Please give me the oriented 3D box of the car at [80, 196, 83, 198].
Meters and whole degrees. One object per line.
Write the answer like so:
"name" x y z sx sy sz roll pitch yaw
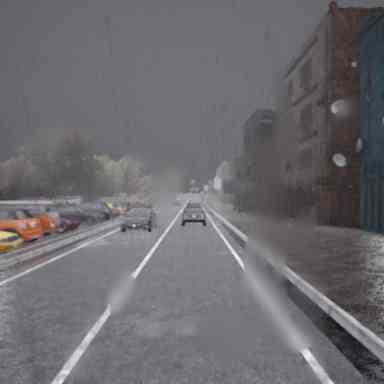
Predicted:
"car" -22.247 1.791 59.885 5.566 2.045 2.435 0 0 0

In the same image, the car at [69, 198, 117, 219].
"car" -9.312 1.671 29.178 4.553 1.767 2.185 0 0 0

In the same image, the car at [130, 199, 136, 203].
"car" -9.281 1.867 37.528 4.892 1.521 2.231 0 0 0

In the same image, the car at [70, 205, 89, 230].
"car" -9.370 1.752 20.828 4.792 1.488 2.163 0 -1 0

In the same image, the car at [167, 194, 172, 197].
"car" -9.261 2.102 94.249 5.366 1.575 1.946 0 0 1

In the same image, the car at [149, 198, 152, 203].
"car" -9.165 2.006 51.443 4.792 1.488 2.163 0 0 0

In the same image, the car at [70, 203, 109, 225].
"car" -9.365 1.812 26.394 4.674 1.452 2.002 0 -1 0

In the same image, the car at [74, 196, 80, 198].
"car" -22.269 1.893 56.974 4.553 1.767 2.185 0 0 0

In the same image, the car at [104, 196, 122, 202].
"car" -21.650 1.961 91.505 4.553 1.767 2.185 0 0 1

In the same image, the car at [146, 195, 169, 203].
"car" -9.184 2.083 85.770 4.792 1.488 2.163 0 0 1

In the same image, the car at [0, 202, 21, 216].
"car" -22.337 1.894 37.603 4.792 1.488 2.163 0 0 0

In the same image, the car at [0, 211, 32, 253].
"car" -9.270 1.642 12.478 5.366 1.575 1.946 0 -1 0

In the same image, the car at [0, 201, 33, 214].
"car" -22.354 1.887 40.390 5.008 1.535 2.097 0 0 0

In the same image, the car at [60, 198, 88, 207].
"car" -22.168 1.939 62.669 4.553 1.767 2.185 0 0 0

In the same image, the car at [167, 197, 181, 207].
"car" -3.109 2.090 62.719 1.994 1.385 4.181 0 0 1

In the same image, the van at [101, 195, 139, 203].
"van" -9.152 1.662 40.312 4.442 1.987 1.878 0 0 0

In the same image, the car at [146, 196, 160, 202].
"car" -8.953 2.040 59.791 5.366 1.575 1.946 0 0 0

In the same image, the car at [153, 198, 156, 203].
"car" -9.186 2.050 57.009 4.792 1.488 2.163 0 0 0

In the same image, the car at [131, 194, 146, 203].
"car" -9.222 1.659 43.096 5.566 2.045 2.435 0 0 0

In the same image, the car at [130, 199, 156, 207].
"car" -9.136 2.104 62.434 4.674 1.452 2.002 -1 0 1

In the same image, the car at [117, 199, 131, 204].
"car" -9.492 1.840 34.746 5.366 1.575 1.946 0 0 0

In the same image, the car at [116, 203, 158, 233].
"car" -3.308 1.716 21.495 1.837 1.490 4.892 0 -1 0

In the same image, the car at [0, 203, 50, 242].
"car" -9.405 1.546 15.263 4.553 1.767 2.185 0 -1 0

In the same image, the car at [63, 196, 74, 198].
"car" -22.287 1.871 54.189 4.553 1.767 2.185 0 0 0

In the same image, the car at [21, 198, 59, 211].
"car" -22.261 1.828 48.744 4.553 1.767 2.185 0 0 0

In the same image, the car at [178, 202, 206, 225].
"car" 0.155 1.799 26.170 2.033 1.411 5.357 0 0 0

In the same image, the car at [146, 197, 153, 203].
"car" -9.178 2.039 54.226 4.674 1.452 2.002 0 0 0

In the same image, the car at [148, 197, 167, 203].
"car" -9.131 2.111 88.596 4.674 1.452 2.002 0 0 1

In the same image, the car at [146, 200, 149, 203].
"car" -9.206 1.956 48.660 4.892 1.521 2.231 0 0 0

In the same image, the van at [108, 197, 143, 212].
"van" -9.116 1.706 45.754 4.442 1.987 1.878 0 0 0

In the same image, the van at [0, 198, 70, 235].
"van" -9.301 1.471 17.984 4.442 1.987 1.878 0 -1 0

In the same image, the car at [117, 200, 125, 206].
"car" -9.331 1.821 31.962 4.892 1.521 2.231 0 0 0

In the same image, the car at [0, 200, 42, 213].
"car" -22.516 1.905 43.051 5.366 1.575 1.946 0 0 0
